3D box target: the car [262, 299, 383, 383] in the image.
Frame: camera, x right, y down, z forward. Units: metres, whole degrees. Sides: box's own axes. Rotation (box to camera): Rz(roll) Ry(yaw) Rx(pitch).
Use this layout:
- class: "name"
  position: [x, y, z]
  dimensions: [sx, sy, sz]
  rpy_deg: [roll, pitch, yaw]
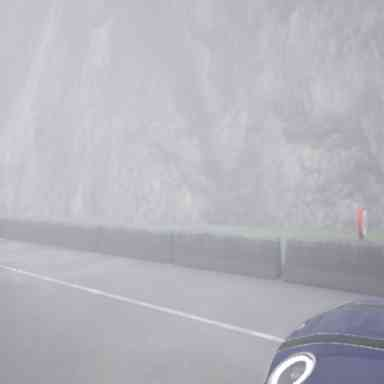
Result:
- class: "car"
  position: [2.723, 1.346, 2.052]
  dimensions: [4.553, 1.767, 2.097]
  rpy_deg: [-1, 0, 35]
